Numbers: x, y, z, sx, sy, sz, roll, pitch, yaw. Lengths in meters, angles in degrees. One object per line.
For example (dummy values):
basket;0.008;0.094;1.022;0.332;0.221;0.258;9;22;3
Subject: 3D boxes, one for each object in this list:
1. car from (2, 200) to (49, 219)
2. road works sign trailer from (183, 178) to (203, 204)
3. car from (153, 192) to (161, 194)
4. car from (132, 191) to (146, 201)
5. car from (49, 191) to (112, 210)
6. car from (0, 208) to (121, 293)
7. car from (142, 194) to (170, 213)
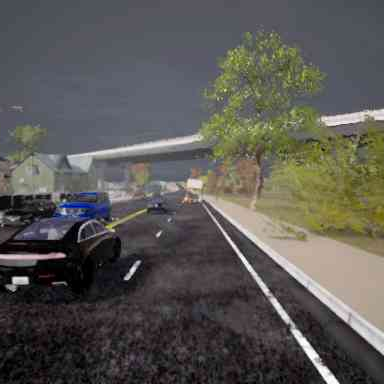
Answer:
car;-9.838;1.280;20.705;1.837;1.490;4.892;0;1;0
road works sign trailer;0.306;-0.161;48.825;2.380;3.560;2.880;5;-2;3
car;-6.549;0.850;62.498;1.837;1.490;4.892;0;1;0
car;-9.807;0.705;61.950;2.097;1.767;4.553;0;1;0
car;-6.589;0.993;20.907;2.150;2.045;5.566;0;1;0
car;-3.164;1.396;8.571;2.128;1.511;4.902;0;1;0
car;-3.146;1.207;31.718;2.033;1.411;5.357;0;1;0
